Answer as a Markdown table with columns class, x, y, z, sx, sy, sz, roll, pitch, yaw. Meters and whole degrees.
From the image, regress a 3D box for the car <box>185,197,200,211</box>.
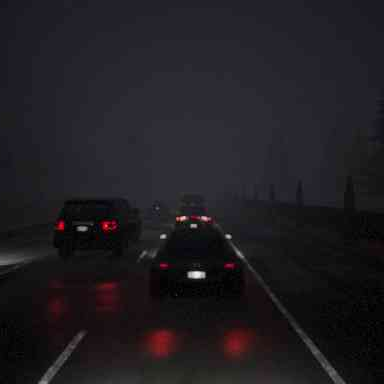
| class | x | y | z | sx | sy | sz | roll | pitch | yaw |
| --- | --- | --- | --- | --- | --- | --- | --- | --- | --- |
| car | 0.066 | 1.507 | 42.578 | 1.801 | 1.575 | 5.366 | 0 | 0 | 0 |

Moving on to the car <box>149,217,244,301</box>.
| class | x | y | z | sx | sy | sz | roll | pitch | yaw |
| --- | --- | --- | --- | --- | --- | --- | --- | --- | --- |
| car | 0.100 | 1.574 | 8.439 | 1.994 | 1.385 | 4.181 | 0 | 0 | 0 |

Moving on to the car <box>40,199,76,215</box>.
| class | x | y | z | sx | sy | sz | roll | pitch | yaw |
| --- | --- | --- | --- | --- | --- | --- | --- | --- | --- |
| car | -14.123 | 1.547 | 35.392 | 1.837 | 1.490 | 4.892 | 0 | -1 | 0 |

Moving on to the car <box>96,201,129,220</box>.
| class | x | y | z | sx | sy | sz | roll | pitch | yaw |
| --- | --- | --- | --- | --- | --- | --- | --- | --- | --- |
| car | -6.920 | 1.559 | 29.538 | 1.812 | 1.442 | 4.674 | 0 | 0 | 0 |

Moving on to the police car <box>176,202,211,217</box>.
| class | x | y | z | sx | sy | sz | roll | pitch | yaw |
| --- | --- | --- | --- | --- | --- | --- | --- | --- | --- |
| police car | 0.087 | 1.523 | 18.895 | 2.038 | 1.542 | 4.974 | 0 | 0 | 0 |

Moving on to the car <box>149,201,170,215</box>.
| class | x | y | z | sx | sy | sz | roll | pitch | yaw |
| --- | --- | --- | --- | --- | --- | --- | --- | --- | --- |
| car | -3.424 | 1.604 | 35.249 | 1.994 | 1.385 | 4.181 | 0 | 0 | 0 |

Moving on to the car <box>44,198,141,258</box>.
| class | x | y | z | sx | sy | sz | roll | pitch | yaw |
| --- | --- | --- | --- | --- | --- | --- | --- | --- | --- |
| car | -3.409 | 1.236 | 13.018 | 2.150 | 2.045 | 5.566 | 0 | 0 | 0 |

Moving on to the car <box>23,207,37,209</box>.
| class | x | y | z | sx | sy | sz | roll | pitch | yaw |
| --- | --- | --- | --- | --- | --- | --- | --- | --- | --- |
| car | -21.132 | 1.616 | 44.955 | 1.994 | 1.385 | 4.181 | 0 | 0 | 0 |

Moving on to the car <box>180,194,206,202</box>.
| class | x | y | z | sx | sy | sz | roll | pitch | yaw |
| --- | --- | --- | --- | --- | --- | --- | --- | --- | --- |
| car | 0.082 | 1.250 | 30.857 | 2.150 | 2.045 | 5.566 | 0 | -1 | 0 |
